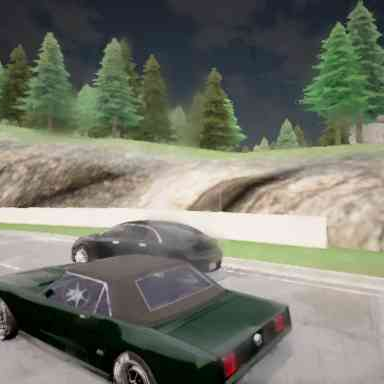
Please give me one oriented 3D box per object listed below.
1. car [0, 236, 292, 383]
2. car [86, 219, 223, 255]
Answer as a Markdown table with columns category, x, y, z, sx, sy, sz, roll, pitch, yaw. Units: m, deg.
| category | x | y | z | sx | sy | sz | roll | pitch | yaw |
| --- | --- | --- | --- | --- | --- | --- | --- | --- | --- |
| car | -1.151 | 1.620 | 4.872 | 4.718 | 1.301 | 1.895 | 0 | 0 | 36 |
| car | -1.461 | 1.543 | 9.466 | 4.892 | 1.490 | 1.837 | 0 | 0 | 36 |
